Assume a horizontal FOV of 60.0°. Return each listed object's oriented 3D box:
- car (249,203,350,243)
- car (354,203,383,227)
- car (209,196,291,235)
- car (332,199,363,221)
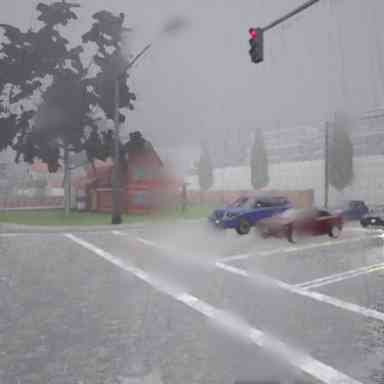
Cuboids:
[{"bbox_3d":[5.387,1.498,16.357,5.008,1.535,1.882,0,0,-35],"label":"car"},{"bbox_3d":[12.800,1.597,21.659,4.181,1.385,1.994,0,0,-35],"label":"car"},{"bbox_3d":[3.630,1.242,19.390,5.566,2.045,2.150,0,0,-35],"label":"car"},{"bbox_3d":[11.326,1.386,24.891,4.553,1.767,2.097,0,0,-35],"label":"car"}]
